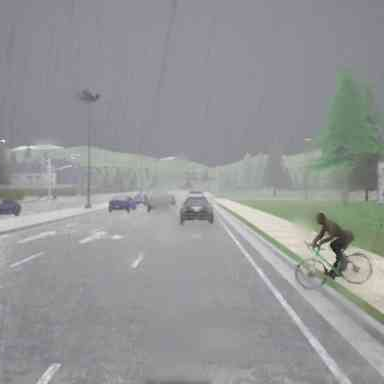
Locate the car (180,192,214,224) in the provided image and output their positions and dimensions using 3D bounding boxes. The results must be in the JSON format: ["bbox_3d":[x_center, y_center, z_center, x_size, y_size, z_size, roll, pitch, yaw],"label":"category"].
[{"bbox_3d":[0.308,1.090,22.367,2.097,1.767,4.553,0,1,1],"label":"car"}]

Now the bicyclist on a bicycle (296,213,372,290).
[{"bbox_3d":[2.983,1.246,7.114,1.656,1.620,0.582,-7,1,1],"label":"bicyclist on a bicycle"}]

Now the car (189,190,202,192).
[{"bbox_3d":[0.495,0.716,43.303,2.150,2.045,5.566,0,1,0],"label":"car"}]

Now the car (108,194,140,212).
[{"bbox_3d":[-6.642,1.089,32.189,1.882,1.535,5.008,0,1,1],"label":"car"}]

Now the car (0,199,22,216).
[{"bbox_3d":[-14.763,1.247,25.307,1.812,1.442,4.674,0,1,1],"label":"car"}]

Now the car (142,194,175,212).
[{"bbox_3d":[-3.145,1.111,32.087,2.128,1.511,4.902,0,1,1],"label":"car"}]

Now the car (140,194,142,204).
[{"bbox_3d":[-6.580,1.024,43.765,2.033,1.411,5.357,0,1,1],"label":"car"}]
